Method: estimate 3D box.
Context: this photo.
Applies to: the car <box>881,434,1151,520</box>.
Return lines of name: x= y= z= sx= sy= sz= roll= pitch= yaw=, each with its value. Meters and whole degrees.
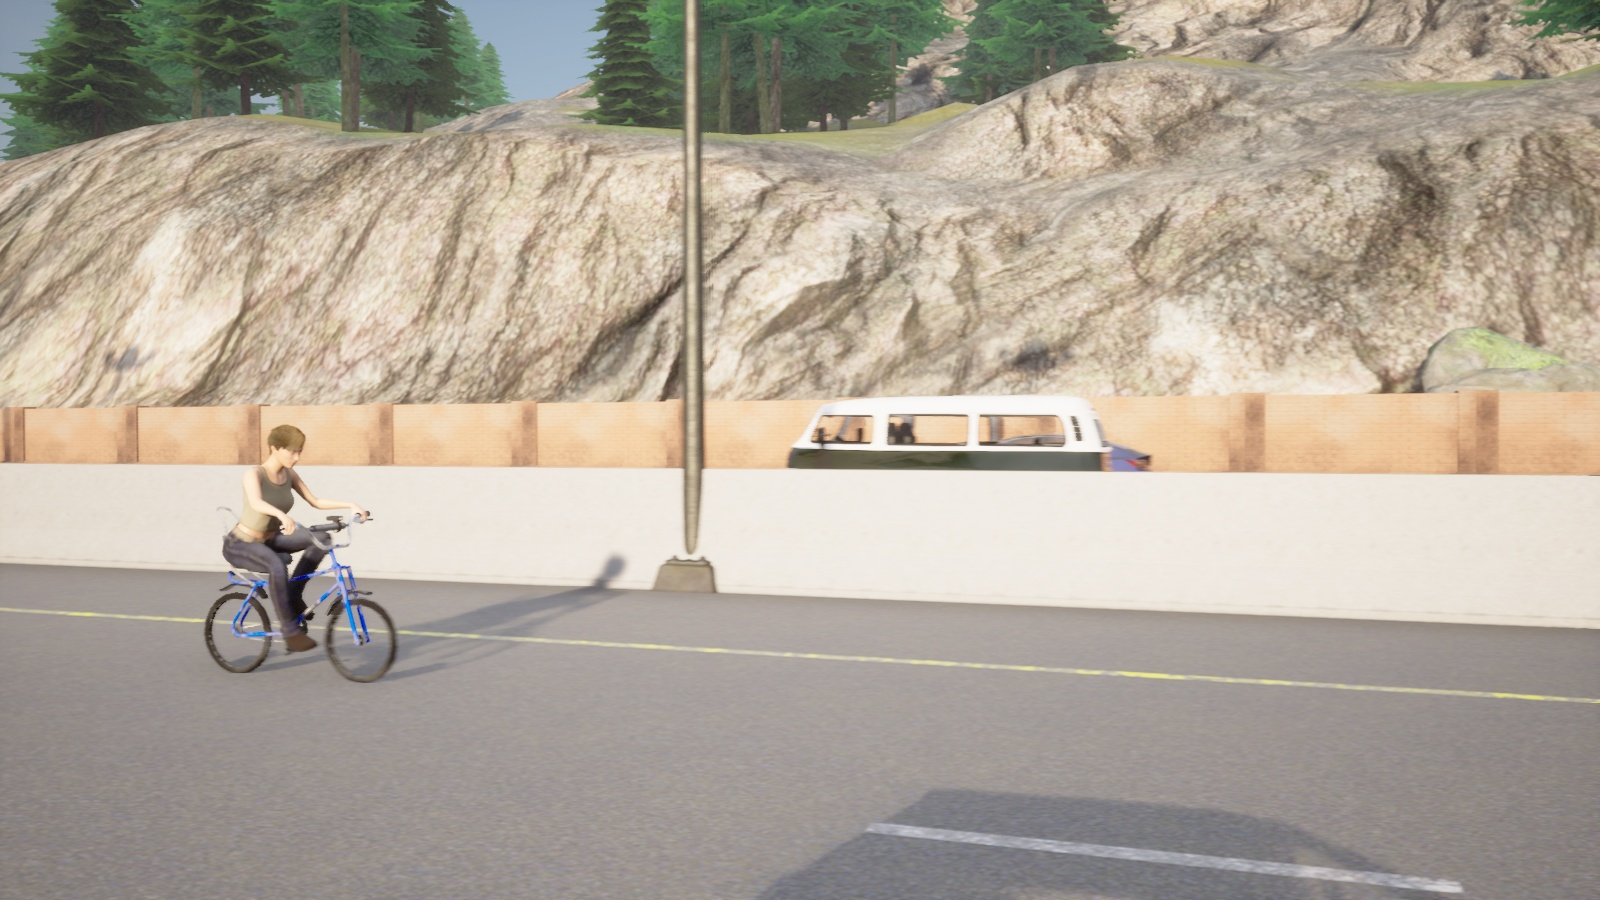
car: x=4.145 y=0.454 z=23.952 sx=4.792 sy=1.488 sz=2.163 roll=1 pitch=1 yaw=19

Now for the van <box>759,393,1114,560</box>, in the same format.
van: x=1.922 y=0.282 z=17.311 sx=4.480 sy=2.038 sz=2.069 roll=2 pitch=1 yaw=19

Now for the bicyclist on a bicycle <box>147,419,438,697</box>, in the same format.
bicyclist on a bicycle: x=-3.196 y=0.618 z=7.962 sx=1.509 sy=1.612 sz=0.866 roll=1 pitch=1 yaw=19
